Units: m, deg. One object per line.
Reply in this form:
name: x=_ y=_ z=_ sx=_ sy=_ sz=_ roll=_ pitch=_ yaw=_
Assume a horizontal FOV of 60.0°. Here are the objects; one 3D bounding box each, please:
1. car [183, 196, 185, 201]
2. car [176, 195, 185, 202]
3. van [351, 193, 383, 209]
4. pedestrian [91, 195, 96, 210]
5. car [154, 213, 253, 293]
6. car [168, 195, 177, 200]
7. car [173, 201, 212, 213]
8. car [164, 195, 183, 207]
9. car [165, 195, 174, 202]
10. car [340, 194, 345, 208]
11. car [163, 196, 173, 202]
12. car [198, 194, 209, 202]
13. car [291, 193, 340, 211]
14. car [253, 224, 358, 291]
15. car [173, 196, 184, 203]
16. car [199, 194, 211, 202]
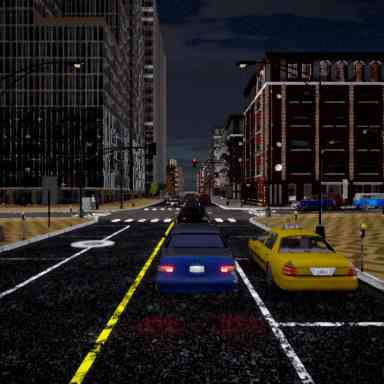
car: x=-2.834 y=1.357 z=59.058 sx=2.097 sy=1.767 sz=4.553 roll=0 pitch=0 yaw=0
car: x=-2.763 y=1.531 z=81.013 sx=2.128 sy=1.511 sz=4.902 roll=0 pitch=0 yaw=0
van: x=20.963 y=1.050 z=39.092 sx=3.998 sy=1.788 sz=1.690 roll=-1 pitch=1 yaw=-1
pedestrian: x=-12.355 y=1.271 z=41.673 sx=0.375 sy=1.860 sz=0.375 roll=0 pitch=1 yaw=-1
car: x=0.095 y=1.547 z=8.987 sx=2.033 sy=1.411 sz=5.357 roll=0 pitch=0 yaw=0
car: x=-5.331 y=1.559 z=91.449 sx=2.008 sy=1.369 sz=4.403 roll=0 pitch=0 yaw=0
car: x=0.080 y=1.505 z=18.728 sx=1.837 sy=1.490 sz=4.892 roll=0 pitch=0 yaw=0
car: x=-2.821 y=1.494 z=49.830 sx=2.128 sy=1.511 sz=4.902 roll=0 pitch=0 yaw=-1
car: x=-5.330 y=1.551 z=80.263 sx=1.887 sy=1.381 sz=4.507 roll=0 pitch=0 yaw=0
car: x=15.307 y=1.095 z=39.032 sx=5.009 sy=1.841 sz=2.192 roll=-1 pitch=1 yaw=-1
car: x=-5.329 y=1.556 z=74.670 sx=2.008 sy=1.369 sz=4.403 roll=0 pitch=0 yaw=0
car: x=2.551 y=1.320 z=74.671 sx=2.192 sy=1.841 sz=5.009 roll=0 pitch=0 yaw=0
car: x=13.280 y=1.162 z=36.530 sx=4.553 sy=1.767 sz=2.097 roll=-1 pitch=0 yaw=-1
car: x=2.563 y=1.525 z=8.838 sx=1.752 sy=1.417 sz=4.829 roll=0 pitch=0 yaw=0
car: x=-2.761 y=1.568 z=69.348 sx=1.994 sy=1.385 sz=4.181 roll=0 pitch=0 yaw=0
car: x=2.553 y=1.319 z=63.485 sx=2.192 sy=1.841 sz=5.009 roll=0 pitch=0 yaw=0
